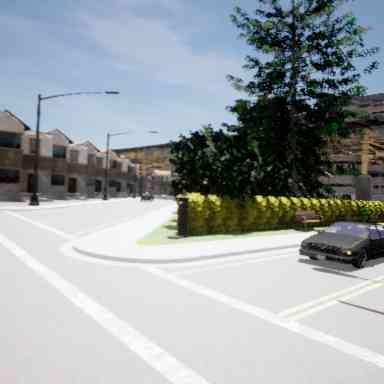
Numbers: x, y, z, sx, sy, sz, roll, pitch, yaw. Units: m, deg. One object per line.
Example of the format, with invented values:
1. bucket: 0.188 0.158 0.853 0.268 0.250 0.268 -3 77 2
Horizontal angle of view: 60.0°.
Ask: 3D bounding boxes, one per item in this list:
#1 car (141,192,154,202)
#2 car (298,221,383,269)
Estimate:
1. car: -8.103 0.977 60.661 1.837 1.490 4.892 3 0 3
2. car: 6.163 1.810 12.491 5.357 1.411 2.033 3 0 -42
